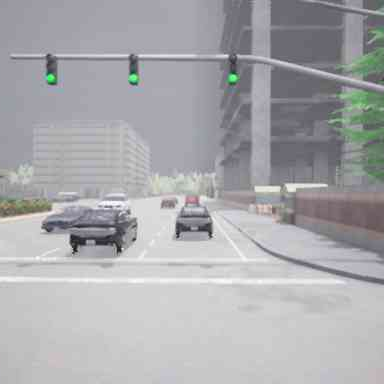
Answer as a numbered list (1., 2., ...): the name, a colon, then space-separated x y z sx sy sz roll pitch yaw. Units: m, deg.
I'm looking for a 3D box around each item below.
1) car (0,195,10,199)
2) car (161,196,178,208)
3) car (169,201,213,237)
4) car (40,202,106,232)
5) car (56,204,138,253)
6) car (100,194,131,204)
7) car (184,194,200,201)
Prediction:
1. car: -32.267 1.192 53.013 4.605 1.855 1.932 0 0 0
2. car: -3.386 1.508 47.733 1.882 1.535 5.008 0 0 0
3. car: 0.106 1.480 17.849 2.128 1.511 4.902 0 0 0
4. car: -7.090 1.526 20.029 2.033 1.411 5.357 0 0 0
5. car: -3.393 1.467 13.547 2.128 1.511 4.902 0 0 0
6. car: -7.067 1.217 30.780 2.150 2.045 5.566 0 0 0
7. car: 0.015 1.261 49.000 2.150 2.045 5.566 0 0 0
